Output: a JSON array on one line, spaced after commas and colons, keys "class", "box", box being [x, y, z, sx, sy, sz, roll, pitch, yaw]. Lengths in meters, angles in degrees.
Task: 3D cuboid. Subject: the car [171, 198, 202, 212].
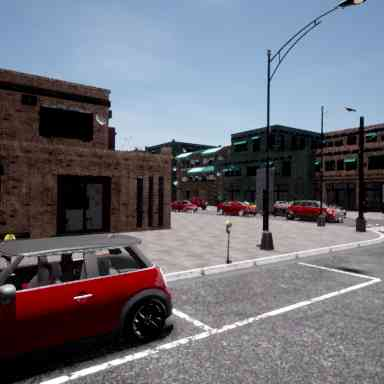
[{"class": "car", "box": [-1.097, 1.836, 42.789, 1.812, 1.442, 4.674, 1, -1, -35]}]

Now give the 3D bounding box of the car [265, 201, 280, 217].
[{"class": "car", "box": [8.597, 1.842, 34.350, 1.895, 1.301, 4.718, 1, -1, -34]}]

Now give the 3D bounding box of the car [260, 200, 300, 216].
[{"class": "car", "box": [9.799, 1.739, 37.235, 1.967, 1.590, 4.097, 0, -1, -35]}]

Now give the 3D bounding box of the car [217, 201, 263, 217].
[{"class": "car", "box": [4.637, 1.692, 34.526, 1.882, 1.535, 5.008, 1, -1, -35]}]

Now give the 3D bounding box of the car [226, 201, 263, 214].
[{"class": "car", "box": [6.537, 1.879, 41.930, 1.752, 1.417, 4.829, 0, -1, -35]}]

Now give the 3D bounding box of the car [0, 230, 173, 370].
[{"class": "car", "box": [-2.388, 1.441, 4.841, 4.097, 1.590, 1.967, 0, 1, -35]}]

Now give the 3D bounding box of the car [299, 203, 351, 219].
[{"class": "car", "box": [12.963, 1.812, 32.676, 1.947, 1.339, 4.313, 0, -1, -35]}]

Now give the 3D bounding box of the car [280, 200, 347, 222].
[{"class": "car", "box": [9.897, 1.479, 27.001, 2.097, 1.767, 4.553, 1, -1, -35]}]

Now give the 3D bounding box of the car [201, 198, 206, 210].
[{"class": "car", "box": [0.304, 1.773, 50.907, 2.192, 1.841, 5.009, 0, -1, -35]}]
